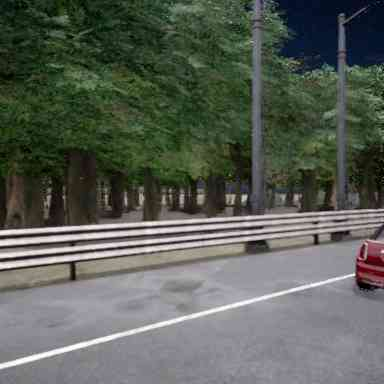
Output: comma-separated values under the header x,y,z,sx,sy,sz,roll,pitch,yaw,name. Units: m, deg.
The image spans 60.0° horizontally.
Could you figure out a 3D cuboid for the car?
x,y,z,sx,sy,sz,roll,pitch,yaw,name
5.847,1.350,7.712,4.553,1.767,2.097,0,0,-34,car
